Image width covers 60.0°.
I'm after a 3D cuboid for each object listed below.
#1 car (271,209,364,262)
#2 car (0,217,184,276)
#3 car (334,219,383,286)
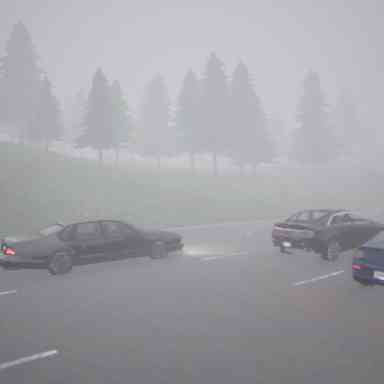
[{"bbox_3d":[4.846,1.336,11.508,4.902,1.511,2.128,-1,1,-36],"label":"car"},{"bbox_3d":[-2.901,1.495,10.282,5.357,1.411,2.033,-1,1,-36],"label":"car"},{"bbox_3d":[5.493,1.395,7.671,4.674,1.442,1.812,-1,1,-36],"label":"car"}]
